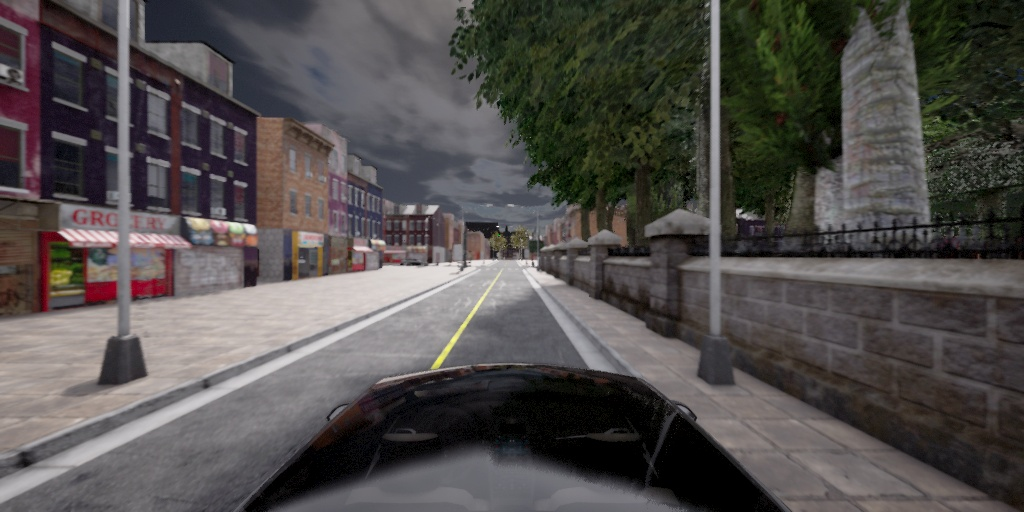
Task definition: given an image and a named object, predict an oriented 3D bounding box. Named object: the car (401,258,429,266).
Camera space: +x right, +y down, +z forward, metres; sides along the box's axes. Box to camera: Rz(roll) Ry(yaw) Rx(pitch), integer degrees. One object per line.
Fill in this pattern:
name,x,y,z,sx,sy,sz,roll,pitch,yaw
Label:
car,-15.054,1.020,55.646,4.313,1.339,1.948,0,0,0
